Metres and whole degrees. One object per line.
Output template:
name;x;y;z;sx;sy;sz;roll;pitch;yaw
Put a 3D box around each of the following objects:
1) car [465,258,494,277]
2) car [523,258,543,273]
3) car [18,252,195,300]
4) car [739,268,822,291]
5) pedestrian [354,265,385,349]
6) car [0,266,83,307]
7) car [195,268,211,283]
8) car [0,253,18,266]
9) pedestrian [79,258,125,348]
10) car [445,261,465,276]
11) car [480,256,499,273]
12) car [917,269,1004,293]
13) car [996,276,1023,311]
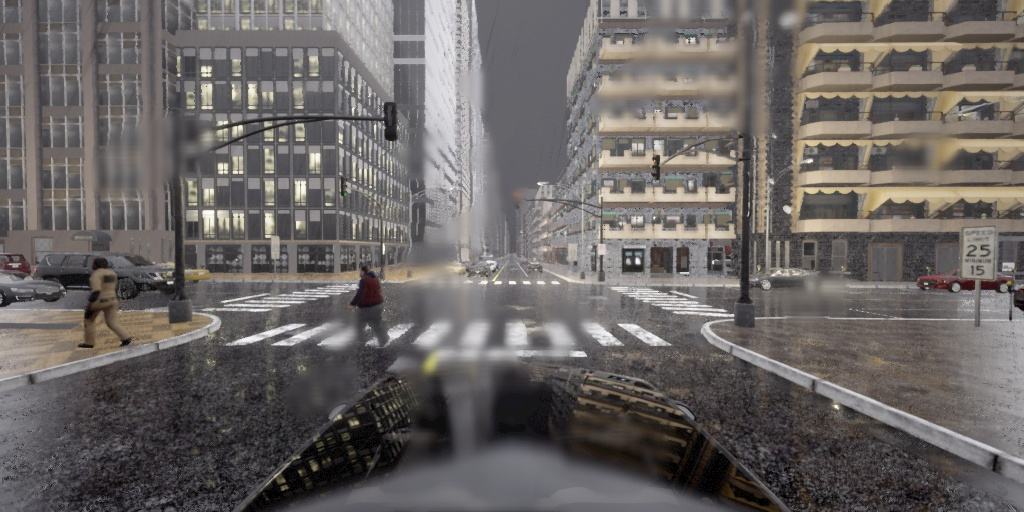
car;-3.099;1.245;34.737;1.837;1.490;4.892;0;0;0
car;2.685;1.289;42.356;2.007;1.370;4.403;0;0;0
car;-18.484;0.848;16.567;5.566;2.045;2.150;1;1;1
car;16.307;1.375;21.888;4.403;1.370;2.007;0;0;1
pedestrian;-3.054;1.042;7.670;0.375;1.860;0.375;-1;1;0
car;-20.287;1.204;14.047;4.403;1.370;2.007;0;0;1
car;-21.669;1.029;22.380;4.829;1.417;1.751;0;0;1
car;-33.616;0.712;22.583;5.009;1.841;2.192;0;0;1
pedestrian;-8.097;0.890;7.065;0.375;1.860;0.375;-1;1;0
car;-5.695;1.265;36.531;1.751;1.417;4.829;0;0;0
car;-3.102;0.960;44.436;2.150;2.045;5.566;0;0;0
car;27.372;1.461;21.734;4.507;1.381;1.888;0;0;1
car;21.715;1.576;13.432;4.313;1.339;1.948;0;0;1
